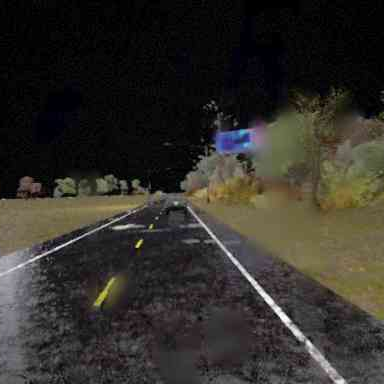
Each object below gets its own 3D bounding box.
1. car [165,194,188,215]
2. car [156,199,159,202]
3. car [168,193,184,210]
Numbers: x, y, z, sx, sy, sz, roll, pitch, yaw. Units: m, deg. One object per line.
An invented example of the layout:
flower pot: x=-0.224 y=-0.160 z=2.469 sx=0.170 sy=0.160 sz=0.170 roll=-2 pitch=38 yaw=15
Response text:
car: x=-1.641 y=1.247 z=34.666 sx=2.150 sy=2.045 sz=5.566 roll=-2 pitch=0 yaw=-2
car: x=-6.000 y=1.320 z=51.278 sx=2.033 sy=1.411 sz=5.357 roll=-2 pitch=0 yaw=-3
car: x=-2.258 y=1.260 z=47.165 sx=2.150 sy=2.045 sz=5.566 roll=-2 pitch=0 yaw=-2
